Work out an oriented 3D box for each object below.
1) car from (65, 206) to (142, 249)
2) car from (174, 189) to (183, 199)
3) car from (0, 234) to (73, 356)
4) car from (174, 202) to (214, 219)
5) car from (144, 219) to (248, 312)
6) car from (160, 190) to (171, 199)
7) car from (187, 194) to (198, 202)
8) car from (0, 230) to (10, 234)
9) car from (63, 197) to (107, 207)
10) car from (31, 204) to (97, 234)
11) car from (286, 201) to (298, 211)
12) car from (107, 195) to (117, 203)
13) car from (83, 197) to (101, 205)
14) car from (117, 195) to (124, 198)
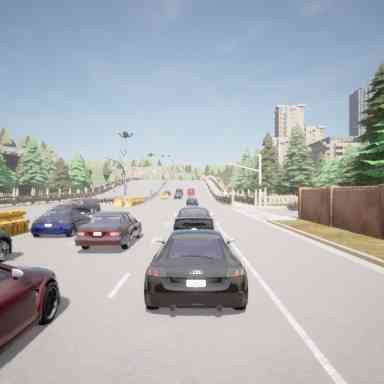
[{"bbox_3d":[-3.403,1.547,14.446,2.033,1.411,5.357,0,0,0],"label":"car"},{"bbox_3d":[-3.663,0.903,86.963,2.097,1.767,4.553,0,3,0],"label":"car"},{"bbox_3d":[-3.404,1.564,4.469,1.994,1.385,4.181,0,0,0],"label":"car"},{"bbox_3d":[0.090,1.478,16.803,1.882,1.535,5.008,0,0,0],"label":"car"},{"bbox_3d":[0.091,1.564,7.813,1.994,1.385,4.181,0,0,1],"label":"car"},{"bbox_3d":[-7.164,1.024,86.978,1.882,1.535,5.008,0,3,0],"label":"car"},{"bbox_3d":[0.065,1.564,58.810,1.994,1.385,4.181,0,0,0],"label":"car"},{"bbox_3d":[-6.904,1.491,9.166,2.128,1.511,4.902,0,0,0],"label":"car"},{"bbox_3d":[-11.019,1.491,31.425,2.128,1.511,4.902,-1,0,42],"label":"car"},{"bbox_3d":[-6.912,1.564,18.007,1.994,1.385,4.181,0,0,0],"label":"car"},{"bbox_3d":[13.508,1.352,39.150,4.553,1.767,2.097,0,0,-1],"label":"car"},{"bbox_3d":[-17.554,1.594,68.750,1.895,1.301,4.718,0,0,0],"label":"car"},{"bbox_3d":[-17.598,1.564,58.680,1.994,1.385,4.181,0,0,0],"label":"car"},{"bbox_3d":[-17.614,1.477,78.992,1.895,1.301,4.718,0,1,0],"label":"car"}]
